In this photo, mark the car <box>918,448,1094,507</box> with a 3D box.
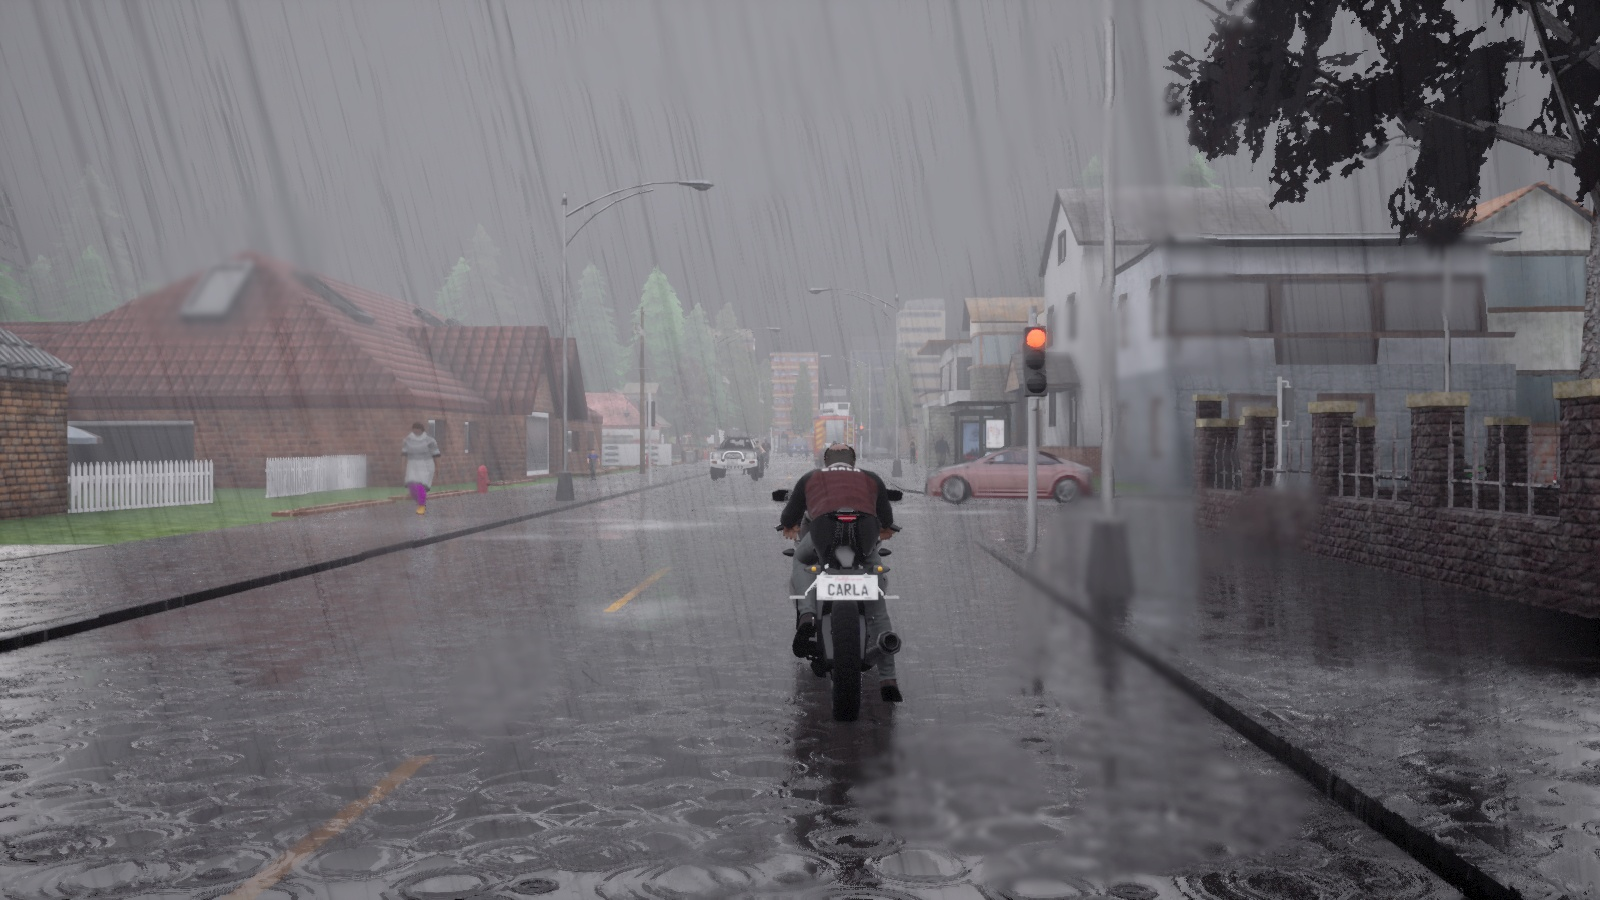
[{"bbox_3d":[5.104,0.639,31.114,4.181,1.385,1.994,0,0,11],"label":"car"}]

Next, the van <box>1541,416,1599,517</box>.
[{"bbox_3d":[18.371,0.336,26.301,4.480,2.038,2.069,0,0,-1],"label":"van"}]

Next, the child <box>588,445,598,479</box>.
[{"bbox_3d":[-7.832,0.462,47.539,0.270,1.263,0.437,0,0,1],"label":"child"}]

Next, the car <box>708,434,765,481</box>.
[{"bbox_3d":[-2.569,0.268,52.005,1.932,1.855,4.605,0,0,2],"label":"car"}]

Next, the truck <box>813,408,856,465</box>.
[{"bbox_3d":[2.443,-0.918,88.847,2.891,3.827,8.468,0,0,1],"label":"truck"}]

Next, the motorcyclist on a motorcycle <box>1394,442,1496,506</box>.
[{"bbox_3d":[15.634,0.569,30.462,2.044,1.523,0.797,0,0,2],"label":"motorcyclist on a motorcycle"}]

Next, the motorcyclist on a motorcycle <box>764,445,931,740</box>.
[{"bbox_3d":[0.244,0.739,7.623,0.866,1.530,2.191,0,0,0],"label":"motorcyclist on a motorcycle"}]

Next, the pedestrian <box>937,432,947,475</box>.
[{"bbox_3d":[6.162,0.153,54.556,0.402,1.842,0.726,0,0,10],"label":"pedestrian"}]

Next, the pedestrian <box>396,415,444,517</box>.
[{"bbox_3d":[-7.403,0.310,24.480,0.659,1.952,0.873,0,0,1],"label":"pedestrian"}]
